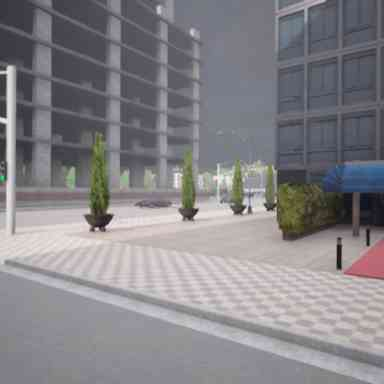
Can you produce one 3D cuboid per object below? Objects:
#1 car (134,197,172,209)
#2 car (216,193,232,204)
[{"bbox_3d":[-4.696,1.331,41.395,2.033,1.411,5.357,1,0,36],"label":"car"},{"bbox_3d":[6.424,1.379,56.527,1.994,1.385,4.181,1,0,36],"label":"car"}]
